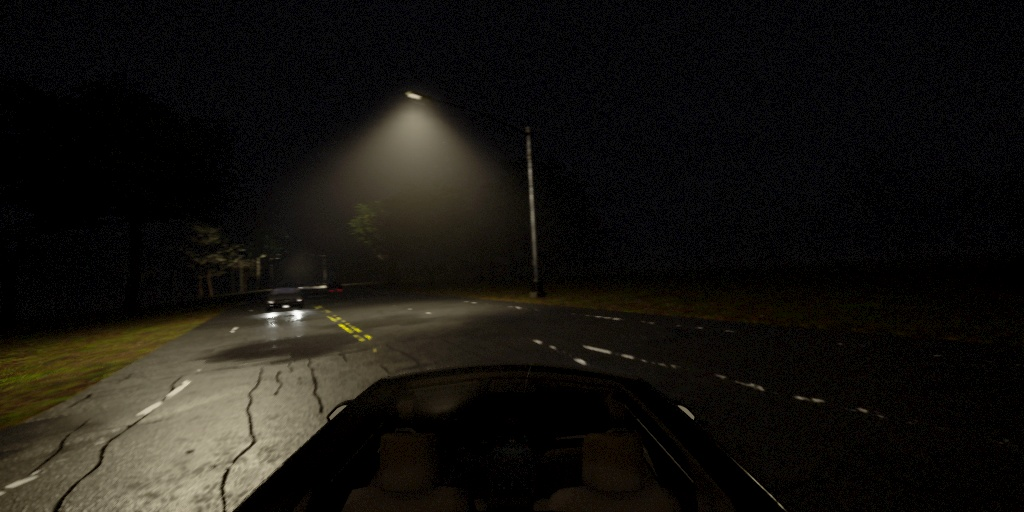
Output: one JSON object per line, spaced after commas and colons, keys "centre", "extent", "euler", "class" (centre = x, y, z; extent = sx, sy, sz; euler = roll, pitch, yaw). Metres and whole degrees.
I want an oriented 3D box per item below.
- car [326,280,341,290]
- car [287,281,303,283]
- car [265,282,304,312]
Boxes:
{"centre": [-28.613, 4.554, 57.470], "extent": [2.128, 1.511, 4.902], "euler": [-2, -3, -33], "class": "car"}
{"centre": [-33.589, 4.723, 54.351], "extent": [2.128, 1.511, 4.902], "euler": [-2, -2, -26], "class": "car"}
{"centre": [-14.209, 2.607, 22.424], "extent": [2.033, 1.411, 5.357], "euler": [-2, -2, -33], "class": "car"}
